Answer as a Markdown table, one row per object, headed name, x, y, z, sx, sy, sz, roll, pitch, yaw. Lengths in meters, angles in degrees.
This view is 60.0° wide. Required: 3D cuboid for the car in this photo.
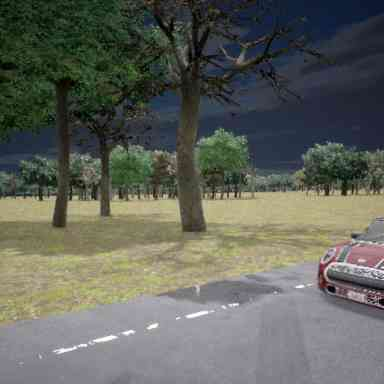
| name | x | y | z | sx | sy | sz | roll | pitch | yaw |
| --- | --- | --- | --- | --- | --- | --- | --- | --- | --- |
| car | 4.874 | 1.341 | 7.491 | 4.553 | 1.767 | 2.097 | 0 | 0 | -36 |
